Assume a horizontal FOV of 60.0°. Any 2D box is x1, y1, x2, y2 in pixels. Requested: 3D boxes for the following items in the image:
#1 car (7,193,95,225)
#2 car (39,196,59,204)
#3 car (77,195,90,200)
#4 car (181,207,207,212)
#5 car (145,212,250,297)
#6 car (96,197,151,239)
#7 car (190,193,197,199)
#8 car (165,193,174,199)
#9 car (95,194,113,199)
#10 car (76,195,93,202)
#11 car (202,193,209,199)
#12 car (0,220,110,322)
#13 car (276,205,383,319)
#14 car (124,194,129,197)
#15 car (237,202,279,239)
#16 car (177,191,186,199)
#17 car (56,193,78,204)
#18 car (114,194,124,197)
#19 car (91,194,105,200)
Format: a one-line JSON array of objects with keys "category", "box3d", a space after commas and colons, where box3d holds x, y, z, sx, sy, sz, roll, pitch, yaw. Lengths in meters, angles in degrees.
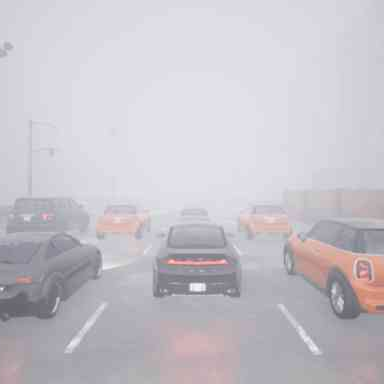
[{"category": "car", "box3d": [-6.892, 1.213, 16.586, 2.150, 2.045, 5.566, 0, 0, 0]}, {"category": "car", "box3d": [-27.916, 1.530, 65.081, 1.895, 1.301, 4.718, 0, 0, 0]}, {"category": "car", "box3d": [-27.739, 1.359, 85.104, 1.895, 1.301, 4.718, 0, 1, 1]}, {"category": "car", "box3d": [0.117, 1.536, 18.625, 2.033, 1.411, 5.357, 0, 0, 0]}, {"category": "car", "box3d": [0.105, 1.500, 8.533, 1.837, 1.490, 4.892, 0, 0, 0]}, {"category": "car", "box3d": [-3.391, 1.342, 17.318, 2.097, 1.767, 4.553, 0, 0, 0]}, {"category": "car", "box3d": [0.338, 1.114, 93.609, 1.882, 1.535, 5.008, 0, 1, 1]}, {"category": "car", "box3d": [-6.661, 1.136, 93.673, 1.837, 1.490, 4.892, 0, 1, 1]}, {"category": "car", "box3d": [-17.416, 1.424, 65.046, 1.837, 1.490, 4.892, 0, 0, 0]}, {"category": "car", "box3d": [-24.326, 1.390, 75.437, 2.128, 1.511, 4.902, 0, 0, 1]}, {"category": "car", "box3d": [3.842, 1.186, 93.991, 1.994, 1.385, 4.181, 0, 1, 1]}, {"category": "car", "box3d": [-3.396, 1.559, 7.349, 1.994, 1.385, 4.181, 0, 0, 0]}, {"category": "car", "box3d": [3.604, 1.347, 7.517, 2.097, 1.767, 4.553, 0, 0, 0]}, {"category": "car", "box3d": [-17.240, 1.288, 85.045, 1.812, 1.442, 4.674, 0, 1, 1]}, {"category": "car", "box3d": [3.609, 1.342, 17.270, 2.097, 1.767, 4.553, 0, 0, 0]}, {"category": "car", "box3d": [-3.162, 1.136, 93.644, 1.837, 1.490, 4.892, 0, 1, 1]}, {"category": "car", "box3d": [-24.414, 1.159, 65.320, 2.150, 2.045, 5.566, 0, 0, 0]}, {"category": "car", "box3d": [-17.332, 1.348, 74.754, 1.882, 1.535, 5.008, 0, 0, 1]}, {"category": "car", "box3d": [-24.234, 1.281, 85.740, 2.128, 1.511, 4.902, 0, 1, 1]}]
